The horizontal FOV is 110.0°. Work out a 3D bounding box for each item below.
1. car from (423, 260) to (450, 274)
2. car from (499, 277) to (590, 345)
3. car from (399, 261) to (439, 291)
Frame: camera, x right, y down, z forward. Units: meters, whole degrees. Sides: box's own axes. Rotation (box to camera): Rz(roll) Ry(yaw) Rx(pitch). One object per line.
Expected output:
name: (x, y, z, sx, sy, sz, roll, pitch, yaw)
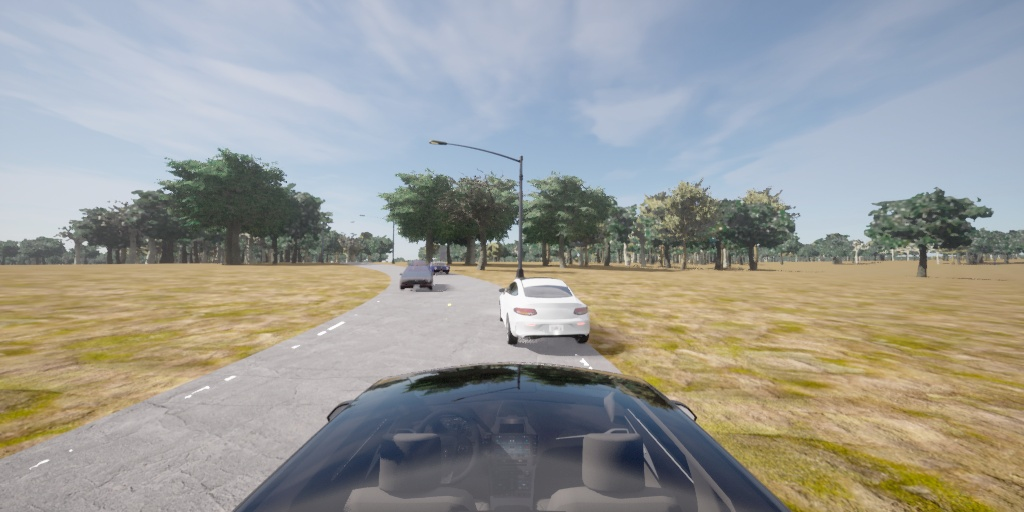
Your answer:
car: (-7.970, 1.244, 37.919, 1.895, 1.301, 4.718, 1, 0, -24)
car: (0.670, 1.276, 9.468, 1.812, 1.442, 4.674, 0, 0, -5)
car: (-5.708, 1.250, 21.734, 2.033, 1.411, 5.357, 0, 0, -14)
